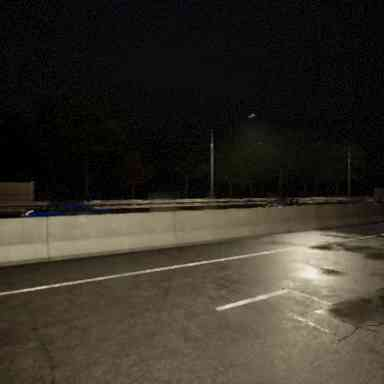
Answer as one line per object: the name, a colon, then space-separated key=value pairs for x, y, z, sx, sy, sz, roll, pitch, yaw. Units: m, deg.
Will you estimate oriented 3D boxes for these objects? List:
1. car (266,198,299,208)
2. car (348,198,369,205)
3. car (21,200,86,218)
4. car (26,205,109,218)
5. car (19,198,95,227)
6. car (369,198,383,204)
car: x=11.588 y=1.495 z=42.343 sx=4.892 sy=1.490 sz=1.837 roll=1 pitch=0 yaw=-35
car: x=24.139 y=1.537 z=46.979 sx=5.357 sy=1.411 sz=2.033 roll=0 pitch=0 yaw=-35
car: x=-7.485 y=1.473 z=20.150 sx=5.008 sy=1.535 sz=1.882 roll=0 pitch=0 yaw=-35
car: x=-5.893 y=1.560 z=16.986 sx=4.181 sy=1.385 sz=1.994 roll=0 pitch=0 yaw=-35
car: x=-9.353 y=1.347 z=23.117 sx=4.553 sy=1.767 sz=2.097 roll=0 pitch=0 yaw=-35
car: x=26.168 y=1.482 z=44.137 sx=4.902 sy=1.511 sz=2.128 roll=0 pitch=0 yaw=-35
